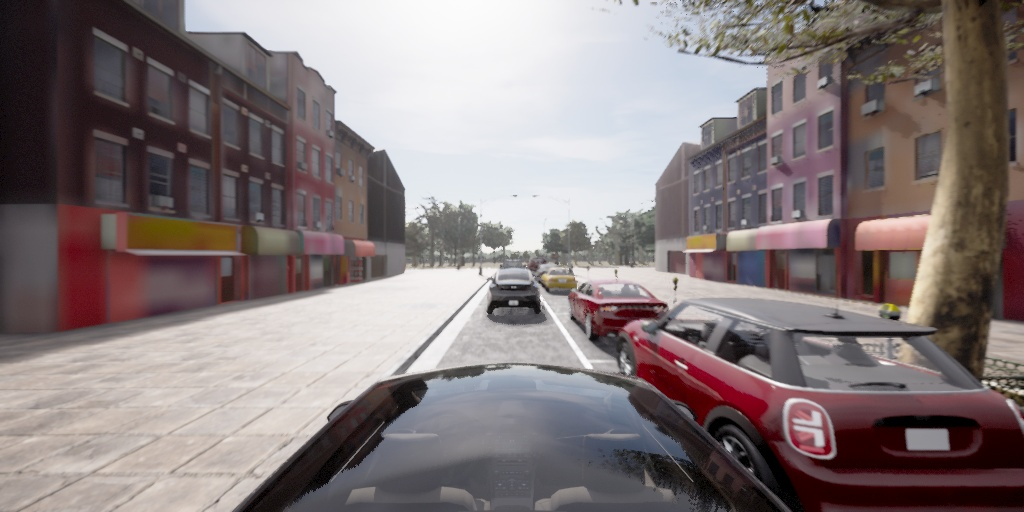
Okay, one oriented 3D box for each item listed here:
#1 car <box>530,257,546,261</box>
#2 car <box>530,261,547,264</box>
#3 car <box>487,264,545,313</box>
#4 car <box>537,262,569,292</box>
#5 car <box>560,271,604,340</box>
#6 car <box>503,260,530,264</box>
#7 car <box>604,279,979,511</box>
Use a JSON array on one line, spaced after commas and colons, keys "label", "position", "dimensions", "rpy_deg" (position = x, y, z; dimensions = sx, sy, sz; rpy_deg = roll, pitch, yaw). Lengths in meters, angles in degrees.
[{"label": "car", "position": [2.637, 1.035, 37.490], "dimensions": [2.192, 1.841, 5.009], "rpy_deg": [0, 0, 0]}, {"label": "car", "position": [2.637, 1.272, 26.399], "dimensions": [2.007, 1.370, 4.403], "rpy_deg": [0, 0, 0]}, {"label": "car", "position": [0.072, 1.236, 13.900], "dimensions": [1.837, 1.490, 4.892], "rpy_deg": [0, 0, 0]}, {"label": "car", "position": [2.637, 1.248, 21.025], "dimensions": [1.751, 1.417, 4.829], "rpy_deg": [0, 0, 0]}, {"label": "car", "position": [2.637, 1.282, 9.765], "dimensions": [1.888, 1.381, 4.507], "rpy_deg": [0, 0, 0]}, {"label": "car", "position": [0.069, 1.074, 28.609], "dimensions": [2.097, 1.767, 4.553], "rpy_deg": [0, 0, 0]}, {"label": "car", "position": [2.637, 1.186, 4.219], "dimensions": [1.967, 1.591, 4.097], "rpy_deg": [0, 0, 0]}]
